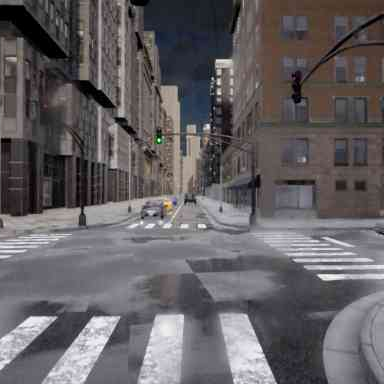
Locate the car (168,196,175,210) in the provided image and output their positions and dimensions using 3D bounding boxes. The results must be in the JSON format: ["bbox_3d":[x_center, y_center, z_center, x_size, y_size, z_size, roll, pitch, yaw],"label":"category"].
[{"bbox_3d":[-3.294,1.457,38.861,1.882,1.535,5.008,0,0,0],"label":"car"}]

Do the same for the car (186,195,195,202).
[{"bbox_3d":[-0.362,1.284,69.849,1.812,1.442,4.674,0,0,0],"label":"car"}]

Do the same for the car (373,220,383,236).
[{"bbox_3d":[10.854,1.528,14.929,4.718,1.301,1.895,0,-1,-2],"label":"car"}]

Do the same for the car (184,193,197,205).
[{"bbox_3d":[-0.308,1.170,59.454,2.150,2.045,5.566,0,0,0],"label":"car"}]

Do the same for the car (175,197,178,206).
[{"bbox_3d":[-3.354,1.436,53.702,1.882,1.535,5.008,0,0,0],"label":"car"}]

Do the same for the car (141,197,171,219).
[{"bbox_3d":[-3.238,1.481,28.585,2.128,1.511,4.902,0,0,-1],"label":"car"}]
